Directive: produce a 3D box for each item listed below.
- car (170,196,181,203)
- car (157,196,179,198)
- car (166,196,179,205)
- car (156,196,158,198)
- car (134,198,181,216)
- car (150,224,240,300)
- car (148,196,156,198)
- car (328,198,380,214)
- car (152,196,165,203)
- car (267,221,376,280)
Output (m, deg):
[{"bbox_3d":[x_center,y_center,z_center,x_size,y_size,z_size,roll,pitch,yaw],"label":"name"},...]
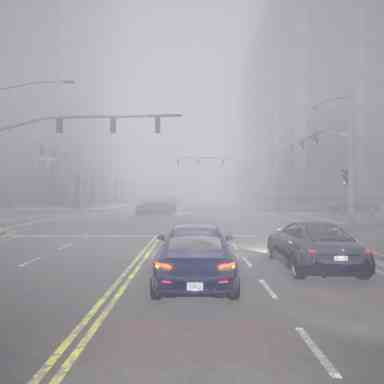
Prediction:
[{"bbox_3d":[-3.351,1.564,69.253,1.994,1.385,4.181,0,0,0],"label":"car"},{"bbox_3d":[-3.489,1.492,49.659,2.128,1.511,4.902,0,0,0],"label":"car"},{"bbox_3d":[-3.448,1.478,59.250,1.882,1.535,5.008,0,0,0],"label":"car"},{"bbox_3d":[-6.957,1.505,58.186,1.837,1.490,4.892,0,0,0],"label":"car"},{"bbox_3d":[-3.472,1.534,31.937,1.994,1.385,4.181,0,0,44],"label":"car"},{"bbox_3d":[0.077,1.526,8.256,1.812,1.442,4.674,0,0,1],"label":"car"},{"bbox_3d":[-6.994,1.547,48.452,2.033,1.411,5.357,0,0,0],"label":"car"},{"bbox_3d":[16.780,1.422,34.500,5.008,1.535,1.882,0,0,0],"label":"car"},{"bbox_3d":[-6.857,1.547,68.633,2.033,1.411,5.357,0,0,0],"label":"car"},{"bbox_3d":[3.593,1.564,9.992,1.994,1.385,4.181,0,0,0],"label":"car"}]
